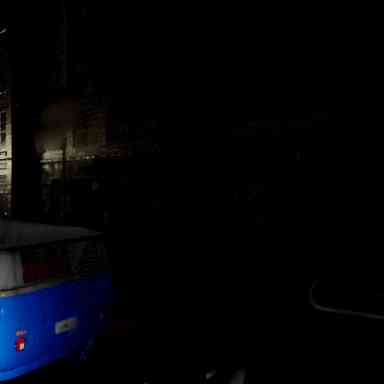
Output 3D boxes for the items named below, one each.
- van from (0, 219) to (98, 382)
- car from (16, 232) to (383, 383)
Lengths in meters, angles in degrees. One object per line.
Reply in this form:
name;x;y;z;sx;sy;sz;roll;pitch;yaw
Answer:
van;-2.994;1.325;4.997;3.998;1.788;1.690;0;0;35
car;1.411;1.316;1.863;5.009;1.841;2.192;0;0;35
